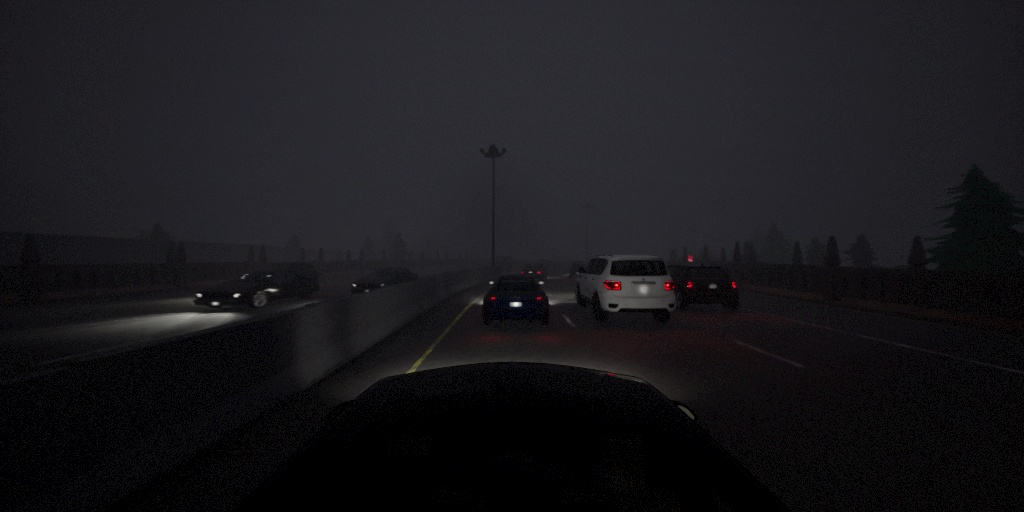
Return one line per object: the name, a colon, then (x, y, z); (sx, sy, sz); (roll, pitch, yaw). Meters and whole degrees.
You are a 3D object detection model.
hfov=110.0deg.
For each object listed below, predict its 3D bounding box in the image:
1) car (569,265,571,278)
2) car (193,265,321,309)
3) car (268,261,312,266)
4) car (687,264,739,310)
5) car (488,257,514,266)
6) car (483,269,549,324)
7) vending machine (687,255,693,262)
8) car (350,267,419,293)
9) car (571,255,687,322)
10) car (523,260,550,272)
car: (6.507, 1.240, 34.035); (1.837, 1.490, 4.892); (-1, 0, 14)
car: (-10.435, 1.304, 15.349); (2.033, 1.411, 5.357); (0, 0, 2)
car: (-13.501, 1.117, 21.180); (2.097, 1.767, 4.553); (0, 0, 6)
car: (7.246, 1.103, 14.929); (2.097, 1.767, 4.553); (0, 0, 2)
car: (-1.243, 1.270, 54.509); (2.128, 1.511, 4.902); (0, 0, 25)
car: (0.151, 1.318, 12.001); (1.994, 1.385, 4.181); (0, 0, 1)
vending machine: (22.594, 0.853, 45.697); (1.100, 2.100, 0.880); (0, 0, 26)
car: (-6.699, 1.305, 19.696); (2.033, 1.411, 5.357); (0, 0, 5)
car: (3.656, 0.975, 12.493); (2.150, 2.045, 5.566); (0, 0, 1)
car: (1.882, 1.295, 29.698); (2.033, 1.411, 5.357); (0, 0, 11)
